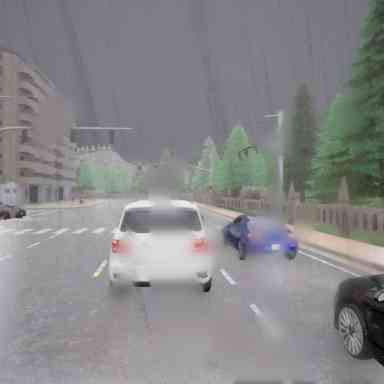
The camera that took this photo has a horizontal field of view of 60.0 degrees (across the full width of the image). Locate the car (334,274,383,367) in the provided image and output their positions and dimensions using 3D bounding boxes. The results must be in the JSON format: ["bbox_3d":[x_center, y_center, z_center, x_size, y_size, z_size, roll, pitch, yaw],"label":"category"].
[{"bbox_3d":[3.123,1.492,3.100,2.128,1.511,4.902,0,0,-3],"label":"car"}]

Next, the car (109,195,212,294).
[{"bbox_3d":[-0.798,1.221,8.969,2.150,2.045,5.566,0,0,-5],"label":"car"}]

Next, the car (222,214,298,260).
[{"bbox_3d":[2.348,1.526,12.328,1.812,1.442,4.674,0,0,-6],"label":"car"}]

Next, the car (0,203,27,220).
[{"bbox_3d":[-16.184,1.616,27.960,4.181,1.385,1.994,0,0,5],"label":"car"}]
